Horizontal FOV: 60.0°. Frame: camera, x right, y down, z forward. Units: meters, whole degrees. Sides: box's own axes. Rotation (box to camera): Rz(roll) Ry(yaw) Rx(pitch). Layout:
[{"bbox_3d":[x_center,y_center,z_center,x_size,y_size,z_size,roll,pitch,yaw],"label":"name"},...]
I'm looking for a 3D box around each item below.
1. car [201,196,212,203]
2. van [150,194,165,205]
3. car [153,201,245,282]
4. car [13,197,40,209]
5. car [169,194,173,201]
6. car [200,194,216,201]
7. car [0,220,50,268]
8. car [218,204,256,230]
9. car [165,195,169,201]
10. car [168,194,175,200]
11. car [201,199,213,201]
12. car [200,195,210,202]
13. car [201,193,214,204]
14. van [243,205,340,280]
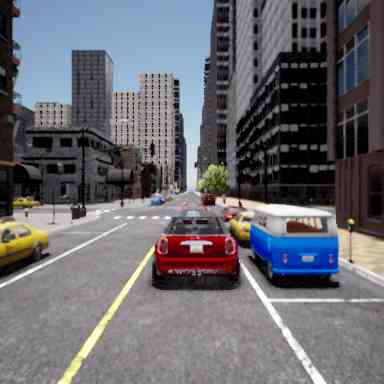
[{"bbox_3d":[2.694,1.399,64.328,1.887,1.381,4.507,0,0,0],"label":"car"},{"bbox_3d":[-5.687,1.210,53.278,1.690,1.788,3.998,0,0,0],"label":"van"},{"bbox_3d":[0.102,1.317,9.819,2.097,1.767,4.553,0,0,0],"label":"car"},{"bbox_3d":[-21.404,1.327,41.111,4.829,1.417,1.752,0,0,0],"label":"car"},{"bbox_3d":[-5.686,1.288,69.851,1.967,1.590,4.097,0,0,0],"label":"car"},{"bbox_3d":[2.692,1.184,53.280,2.192,1.841,5.009,0,0,0],"label":"car"},{"bbox_3d":[-5.690,1.492,9.396,1.752,1.417,4.829,0,0,0],"label":"car"},{"bbox_3d":[2.691,1.514,20.893,1.802,1.307,4.206,0,0,0],"label":"car"},{"bbox_3d":[-5.687,1.301,58.802,1.967,1.590,4.097,0,0,0],"label":"car"},{"bbox_3d":[-5.684,1.356,91.776,1.752,1.417,4.829,0,0,0],"label":"car"},{"bbox_3d":[0.103,1.412,19.915,1.882,1.535,5.008,0,0,0],"label":"car"},{"bbox_3d":[2.695,1.413,69.853,1.947,1.339,4.313,0,0,0],"label":"car"},{"bbox_3d":[2.693,1.176,58.804,2.192,1.841,5.009,0,0,0],"label":"car"},{"bbox_3d":[2.690,1.307,9.565,1.690,1.788,3.998,0,0,0],"label":"van"}]
